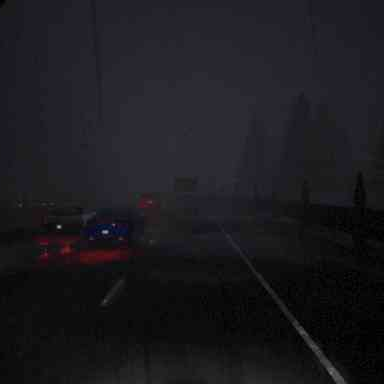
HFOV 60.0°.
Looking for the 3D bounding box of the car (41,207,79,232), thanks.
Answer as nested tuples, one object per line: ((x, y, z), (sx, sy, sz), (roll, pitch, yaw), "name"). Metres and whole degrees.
((-6.914, 1.511, 19.483), (1.895, 1.301, 4.718), (0, 0, 0), "car")

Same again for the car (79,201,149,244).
((-3.403, 1.406, 15.519), (1.882, 1.535, 5.008), (0, 0, 0), "car")

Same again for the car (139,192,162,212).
((-4.422, 1.060, 35.319), (2.150, 2.045, 5.566), (0, 0, -7), "car")

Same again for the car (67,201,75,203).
((-20.869, 1.286, 57.141), (2.033, 1.411, 5.357), (0, 0, -21), "car")

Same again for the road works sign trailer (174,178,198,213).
((-0.697, 0.305, 34.944), (2.380, 3.560, 2.880), (0, 0, -10), "road works sign trailer")
